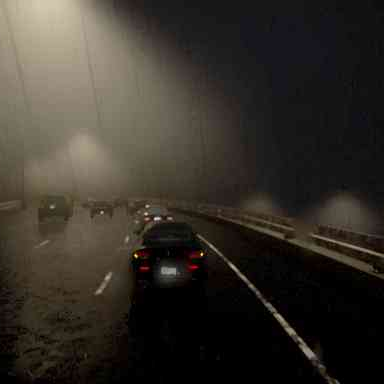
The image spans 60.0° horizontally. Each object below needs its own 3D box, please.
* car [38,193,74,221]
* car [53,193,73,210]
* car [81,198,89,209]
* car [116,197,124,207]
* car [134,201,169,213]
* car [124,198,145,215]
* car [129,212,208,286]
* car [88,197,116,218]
[{"bbox_3d":[-10.892,1.162,26.857,2.150,2.045,5.566,0,1,-15],"label":"car"},{"bbox_3d":[-16.595,1.122,42.657,2.150,2.045,5.566,0,0,-23],"label":"car"},{"bbox_3d":[-13.556,1.457,44.313,1.994,1.385,4.181,0,0,-24],"label":"car"},{"bbox_3d":[-9.948,1.395,44.811,1.837,1.490,4.892,0,0,-24],"label":"car"},{"bbox_3d":[-2.305,1.495,20.604,2.033,1.411,5.357,0,0,-11],"label":"car"},{"bbox_3d":[-5.235,1.444,32.360,1.812,1.442,4.674,0,0,-17],"label":"car"},{"bbox_3d":[-0.663,1.502,9.277,1.812,1.442,4.674,0,0,-5],"label":"car"},{"bbox_3d":[-8.131,1.433,29.939,1.837,1.490,4.892,0,0,-16],"label":"car"}]
